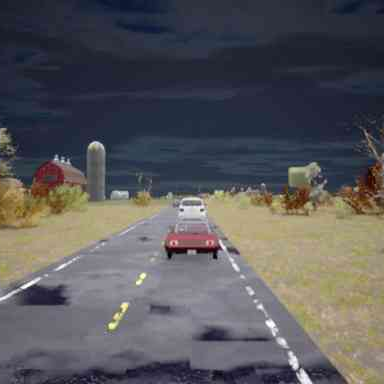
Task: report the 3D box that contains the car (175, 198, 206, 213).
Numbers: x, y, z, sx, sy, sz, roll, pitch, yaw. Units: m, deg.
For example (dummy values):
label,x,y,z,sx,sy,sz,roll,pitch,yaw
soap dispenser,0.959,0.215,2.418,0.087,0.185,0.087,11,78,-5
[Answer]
label,x,y,z,sx,sy,sz,roll,pitch,yaw
car,0.008,1.531,27.617,2.150,2.045,5.566,0,0,0

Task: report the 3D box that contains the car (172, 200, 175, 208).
label,x,y,z,sx,sy,sz,roll,pitch,yaw
car,-2.782,2.221,63.407,1.837,1.490,4.892,0,-1,1

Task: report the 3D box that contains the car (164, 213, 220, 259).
label,x,y,z,sx,sy,sz,roll,pitch,yaw
car,0.015,1.748,13.299,1.895,1.301,4.718,0,-1,0
